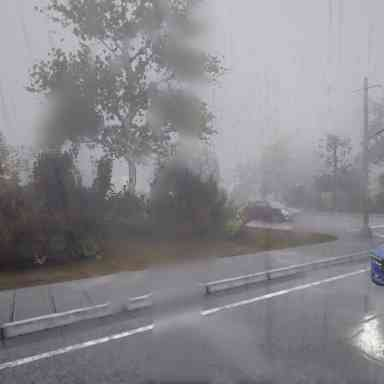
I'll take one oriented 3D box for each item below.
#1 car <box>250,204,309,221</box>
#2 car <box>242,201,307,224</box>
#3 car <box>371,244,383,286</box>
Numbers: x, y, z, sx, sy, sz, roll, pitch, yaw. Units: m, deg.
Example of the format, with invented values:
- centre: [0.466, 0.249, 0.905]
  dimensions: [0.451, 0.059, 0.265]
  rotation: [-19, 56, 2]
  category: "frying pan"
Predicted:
- centre: [7.562, 1.725, 29.176]
  dimensions: [1.895, 1.301, 4.718]
  rotation: [0, -1, -40]
  category: "car"
- centre: [6.004, 1.452, 25.496]
  dimensions: [2.097, 1.767, 4.553]
  rotation: [0, -1, -39]
  category: "car"
- centre: [6.356, 1.477, 8.274]
  dimensions: [5.008, 1.535, 1.882]
  rotation: [0, 1, -37]
  category: "car"
